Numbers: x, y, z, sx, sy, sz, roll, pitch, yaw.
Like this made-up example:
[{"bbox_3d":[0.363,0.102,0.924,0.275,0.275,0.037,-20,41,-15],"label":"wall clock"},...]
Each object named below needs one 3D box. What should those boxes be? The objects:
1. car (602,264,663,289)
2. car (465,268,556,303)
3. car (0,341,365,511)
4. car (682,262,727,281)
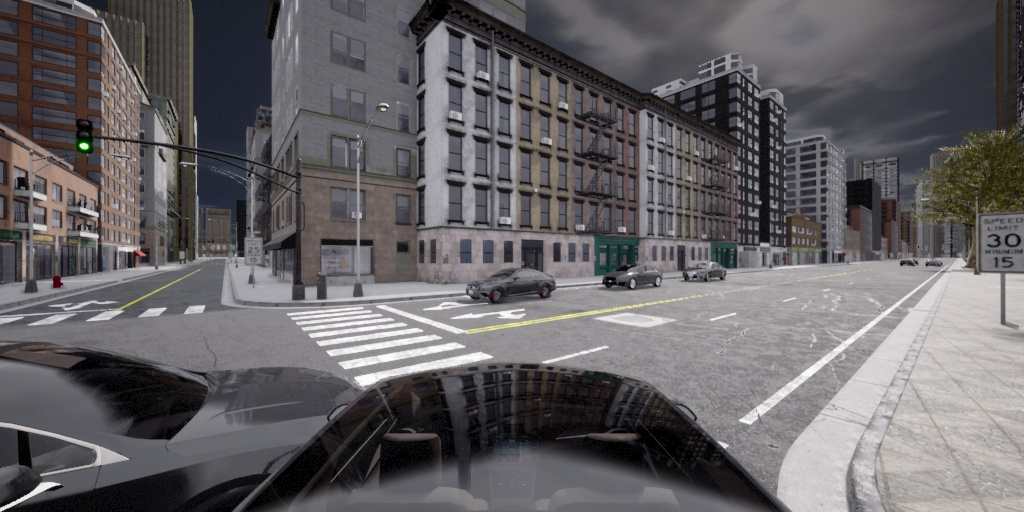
[{"bbox_3d":[7.787,1.259,22.989,4.892,1.490,1.837,0,0,-39],"label":"car"},{"bbox_3d":[0.059,1.287,16.809,4.674,1.442,1.812,0,0,-39],"label":"car"},{"bbox_3d":[-3.212,1.257,1.856,4.892,1.490,1.837,0,0,-34],"label":"car"},{"bbox_3d":[15.834,1.237,29.413,4.902,1.511,2.128,0,0,-38],"label":"car"}]
